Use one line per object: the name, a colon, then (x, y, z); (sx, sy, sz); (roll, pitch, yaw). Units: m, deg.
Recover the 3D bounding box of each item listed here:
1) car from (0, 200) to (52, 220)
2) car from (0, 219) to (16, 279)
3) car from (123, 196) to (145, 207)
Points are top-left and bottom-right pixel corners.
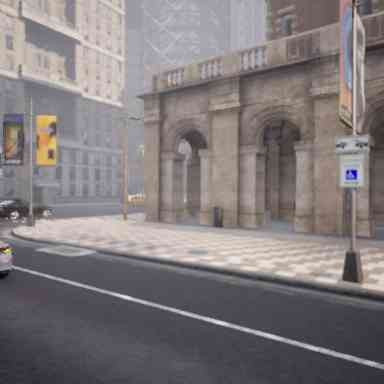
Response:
car: (-13.309, 1.349, 26.003); (1.882, 1.535, 5.008); (-1, 0, 22)
car: (-6.362, 1.476, 8.568); (4.674, 1.442, 1.812); (0, 0, 37)
car: (-7.507, 1.312, 47.210); (1.882, 1.535, 5.008); (0, 0, 36)
